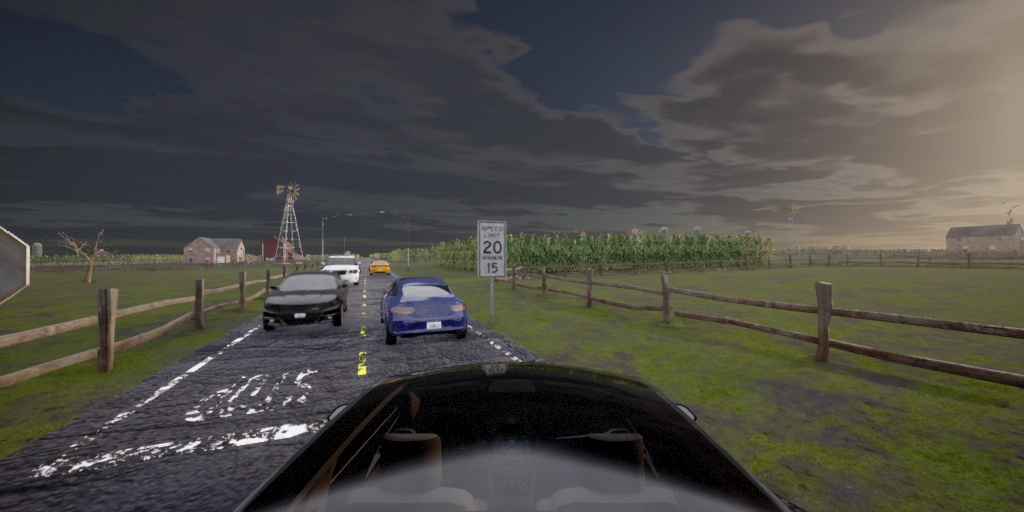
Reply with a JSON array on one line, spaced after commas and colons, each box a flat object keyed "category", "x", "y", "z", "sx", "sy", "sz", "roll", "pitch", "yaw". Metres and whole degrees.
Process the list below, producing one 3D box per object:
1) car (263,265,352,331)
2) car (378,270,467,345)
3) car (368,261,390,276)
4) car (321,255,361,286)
[{"category": "car", "x": -6.295, "y": 1.230, "z": 11.369, "sx": 1.882, "sy": 1.535, "sz": 5.008, "roll": 0, "pitch": 0, "yaw": -22}, {"category": "car", "x": -2.488, "y": 1.278, "z": 9.589, "sx": 1.812, "sy": 1.442, "sz": 4.674, "roll": 0, "pitch": 0, "yaw": -22}, {"category": "car", "x": -14.140, "y": 1.232, "z": 38.337, "sx": 1.882, "sy": 1.535, "sz": 5.008, "roll": 0, "pitch": 0, "yaw": -21}, {"category": "car", "x": -11.824, "y": 0.968, "z": 24.941, "sx": 2.150, "sy": 2.045, "sz": 5.566, "roll": 0, "pitch": 1, "yaw": -23}]
